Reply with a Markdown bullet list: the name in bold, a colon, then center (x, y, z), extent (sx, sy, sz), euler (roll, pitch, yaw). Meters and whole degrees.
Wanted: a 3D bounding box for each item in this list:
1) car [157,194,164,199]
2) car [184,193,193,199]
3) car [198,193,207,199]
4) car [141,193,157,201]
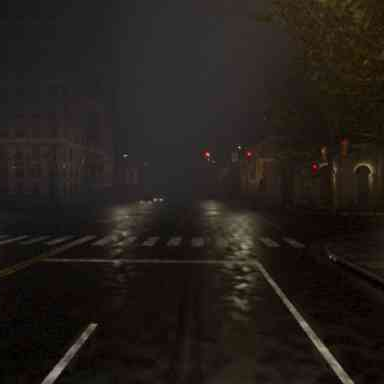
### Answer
- **car**: center (-8.011, 1.035, 81.123), extent (1.895, 1.301, 4.718), euler (0, 0, 2)
- **car**: center (-0.895, 0.902, 83.887), extent (2.128, 1.511, 4.902), euler (0, 0, 2)
- **car**: center (2.603, 0.918, 83.749), extent (2.128, 1.511, 4.902), euler (0, 0, 2)
- **car**: center (-8.650, 1.020, 64.870), extent (1.882, 1.535, 5.008), euler (0, 0, 2)
